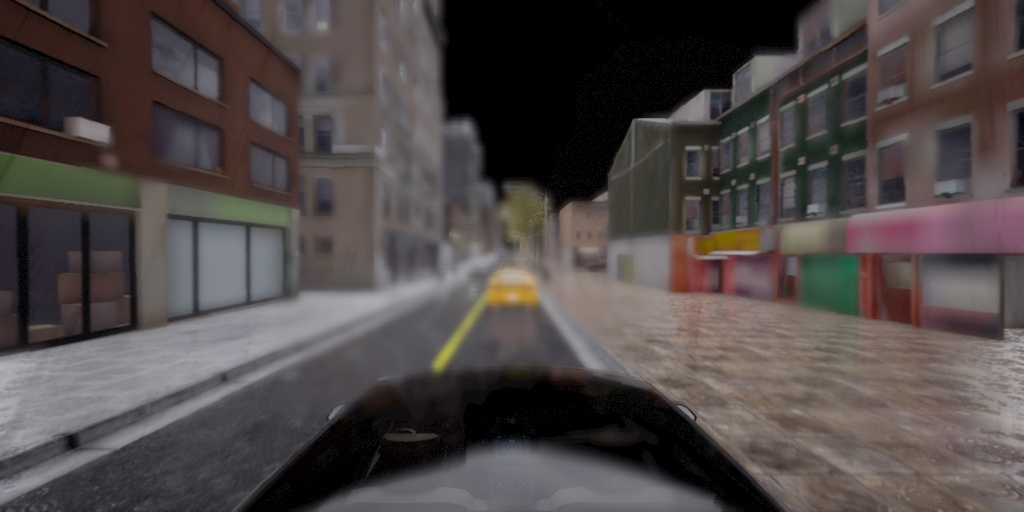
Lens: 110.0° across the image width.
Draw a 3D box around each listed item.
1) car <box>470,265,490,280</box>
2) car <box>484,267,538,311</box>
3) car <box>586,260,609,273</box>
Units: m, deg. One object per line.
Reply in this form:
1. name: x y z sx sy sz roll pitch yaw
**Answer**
1. car: -2.802 1.524 33.916 1.994 1.385 4.181 0 0 1
2. car: 0.054 1.361 15.380 1.882 1.535 5.008 0 0 1
3. car: 12.695 1.380 48.761 5.009 1.841 2.192 0 0 0
